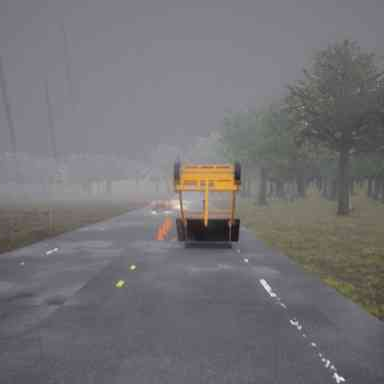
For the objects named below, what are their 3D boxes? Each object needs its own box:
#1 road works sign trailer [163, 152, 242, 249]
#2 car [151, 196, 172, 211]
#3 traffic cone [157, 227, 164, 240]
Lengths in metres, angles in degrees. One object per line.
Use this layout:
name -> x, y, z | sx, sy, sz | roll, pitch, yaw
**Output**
road works sign trailer -> 0.548, 0.903, 11.781 | 2.380, 3.560, 2.880 | 0, 45, 4
car -> -3.544, 1.253, 39.075 | 2.097, 1.767, 4.553 | 0, 0, 0
traffic cone -> -1.467, 1.920, 15.335 | 0.340, 0.580, 0.340 | 0, 0, 0
